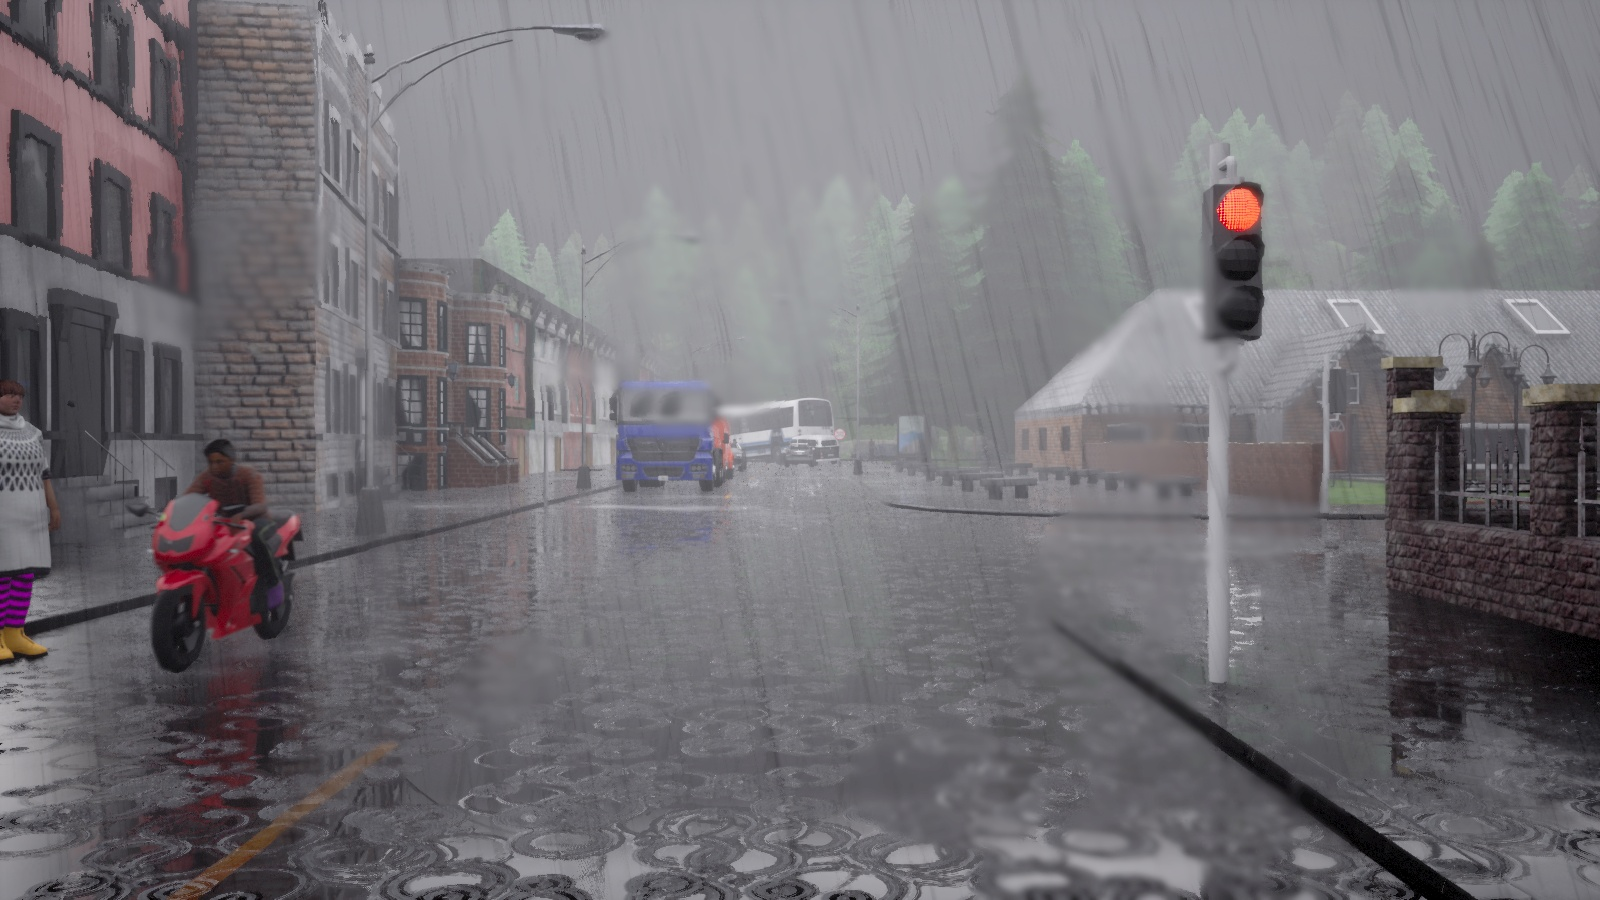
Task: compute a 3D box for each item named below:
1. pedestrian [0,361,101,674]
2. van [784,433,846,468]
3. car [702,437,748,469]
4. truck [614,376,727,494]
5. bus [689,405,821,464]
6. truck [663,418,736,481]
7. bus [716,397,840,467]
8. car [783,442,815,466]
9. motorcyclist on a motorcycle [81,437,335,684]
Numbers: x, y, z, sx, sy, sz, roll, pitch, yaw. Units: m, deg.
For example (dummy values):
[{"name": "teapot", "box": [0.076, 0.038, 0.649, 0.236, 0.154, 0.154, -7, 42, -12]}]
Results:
[{"name": "pedestrian", "box": [-5.228, 0.420, 8.297, 0.873, 1.952, 0.659, 0, 0, 21]}, {"name": "van", "box": [0.973, -0.002, 83.437, 2.069, 2.038, 4.480, -4, 4, -29]}, {"name": "car", "box": [-4.042, 0.136, 68.438, 2.152, 1.651, 5.027, 0, 0, 0]}, {"name": "truck", "box": [-4.047, -0.470, 41.022, 2.891, 3.462, 7.936, 0, 0, 0]}, {"name": "bus", "box": [-3.363, -1.170, 97.827, 3.944, 4.253, 10.273, -2, -2, 45]}, {"name": "truck", "box": [-4.061, -0.035, 51.564, 2.627, 2.467, 5.204, 0, 0, 0]}, {"name": "bus", "box": [-1.745, -1.168, 90.574, 3.944, 4.253, 10.273, 0, -3, -33]}, {"name": "car", "box": [-0.034, 0.264, 79.399, 1.970, 1.475, 3.806, 0, 0, 0]}, {"name": "motorcyclist on a motorcycle", "box": [-4.029, 0.676, 8.764, 0.797, 1.523, 2.044, 0, 0, 0]}]
